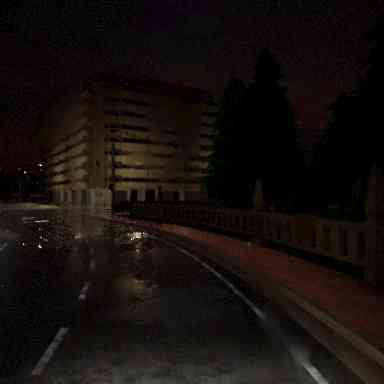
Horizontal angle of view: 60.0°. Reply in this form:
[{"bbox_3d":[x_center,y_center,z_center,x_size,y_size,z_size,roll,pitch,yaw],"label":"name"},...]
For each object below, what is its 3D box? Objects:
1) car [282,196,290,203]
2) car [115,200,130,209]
[{"bbox_3d":[20.650,1.655,68.981,4.553,1.767,2.097,0,-1,-33],"label":"car"},{"bbox_3d":[-7.565,1.819,42.249,4.892,1.490,1.837,0,-1,-33],"label":"car"}]
